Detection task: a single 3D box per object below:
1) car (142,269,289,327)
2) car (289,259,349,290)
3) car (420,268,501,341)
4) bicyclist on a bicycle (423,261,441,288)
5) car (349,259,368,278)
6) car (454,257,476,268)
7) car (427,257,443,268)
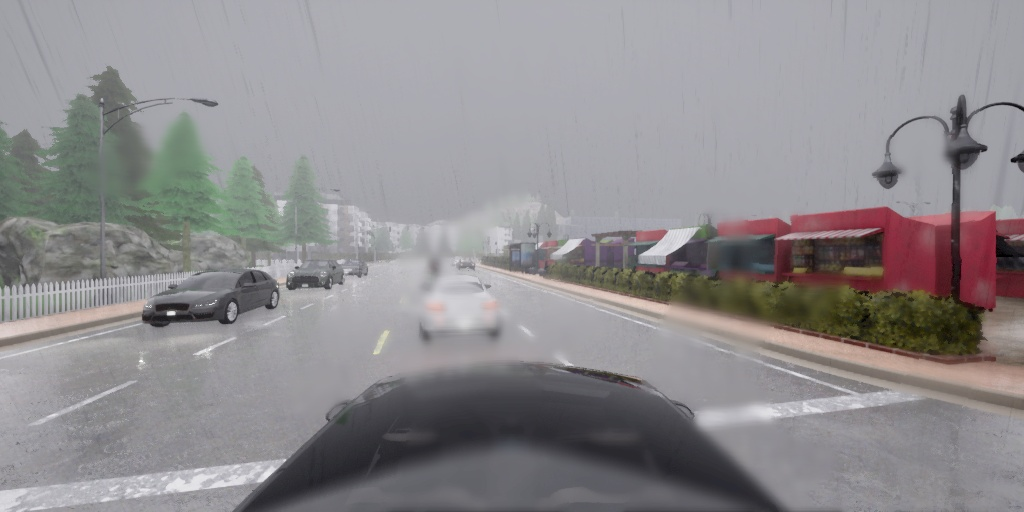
[{"bbox_3d":[-9.188,1.190,11.461,1.837,1.490,4.892,0,0,-13],"label":"car"},{"bbox_3d":[-11.392,0.965,21.061,2.097,1.767,4.553,0,0,-13],"label":"car"},{"bbox_3d":[-1.476,1.225,9.748,1.812,1.442,4.674,0,0,-12],"label":"car"},{"bbox_3d":[-4.310,1.078,19.597,0.582,1.620,1.656,0,1,25],"label":"bicyclist on a bicycle"},{"bbox_3d":[-13.591,1.033,30.683,2.128,1.511,4.902,0,0,-13],"label":"car"},{"bbox_3d":[-5.625,1.046,43.736,1.895,1.301,4.718,0,0,-13],"label":"car"},{"bbox_3d":[-10.858,0.897,50.796,1.837,1.490,4.892,0,0,-13],"label":"car"}]
